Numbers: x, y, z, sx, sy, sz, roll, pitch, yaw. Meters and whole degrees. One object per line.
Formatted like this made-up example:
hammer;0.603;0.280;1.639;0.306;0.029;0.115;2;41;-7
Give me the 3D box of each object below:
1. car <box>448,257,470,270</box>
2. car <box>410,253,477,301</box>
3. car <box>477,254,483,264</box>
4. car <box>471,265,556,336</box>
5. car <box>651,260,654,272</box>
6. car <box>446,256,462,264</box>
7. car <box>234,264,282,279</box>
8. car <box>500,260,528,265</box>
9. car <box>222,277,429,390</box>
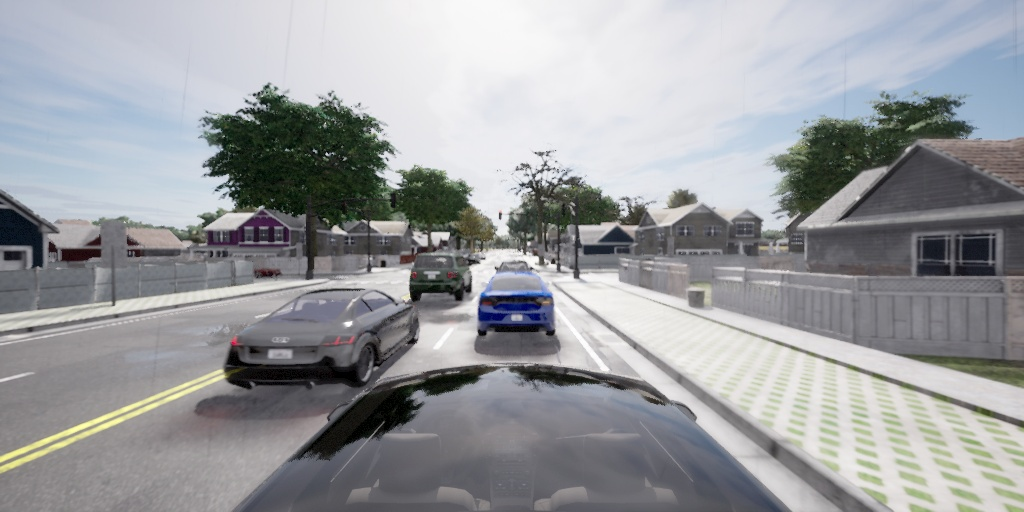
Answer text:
car;-6.586;0.869;45.220;2.033;1.411;5.357;0;1;0
car;-3.147;0.877;16.765;2.150;2.045;5.566;0;1;0
car;-6.545;0.432;60.384;2.097;1.767;4.553;0;1;0
car;0.103;1.184;10.297;1.882;1.535;5.008;0;0;0
car;13.137;0.989;32.926;4.718;1.301;1.895;0;1;-1
car;-9.788;0.670;60.929;1.895;1.301;4.718;0;1;1
car;-21.807;1.294;29.629;4.718;1.301;1.895;0;1;2
car;0.105;0.984;19.251;2.097;1.767;4.553;0;1;0
car;-3.148;1.291;6.885;1.994;1.385;4.181;0;0;0
